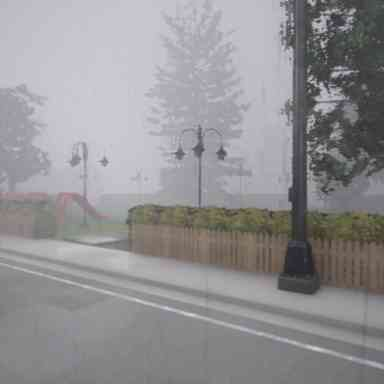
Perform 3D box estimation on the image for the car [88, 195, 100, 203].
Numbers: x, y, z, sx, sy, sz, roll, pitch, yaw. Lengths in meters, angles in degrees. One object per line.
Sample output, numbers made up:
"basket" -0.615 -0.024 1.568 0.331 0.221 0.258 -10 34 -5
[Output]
"car" -16.905 1.293 61.494 1.812 1.442 4.674 0 0 36
